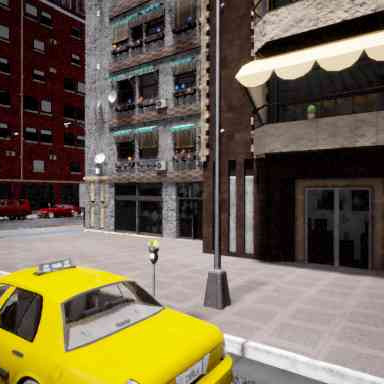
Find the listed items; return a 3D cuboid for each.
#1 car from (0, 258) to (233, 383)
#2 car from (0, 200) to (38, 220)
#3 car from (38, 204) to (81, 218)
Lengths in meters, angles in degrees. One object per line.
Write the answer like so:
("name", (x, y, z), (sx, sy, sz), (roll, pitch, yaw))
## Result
("car", (-1.874, 1.525, 4.199), (4.829, 1.417, 1.752), (0, 0, 35))
("car", (-16.838, 1.591, 29.453), (2.192, 1.841, 5.009), (-1, -2, 35))
("car", (-13.556, 1.923, 34.101), (1.887, 1.381, 4.507), (-1, -2, 35))
